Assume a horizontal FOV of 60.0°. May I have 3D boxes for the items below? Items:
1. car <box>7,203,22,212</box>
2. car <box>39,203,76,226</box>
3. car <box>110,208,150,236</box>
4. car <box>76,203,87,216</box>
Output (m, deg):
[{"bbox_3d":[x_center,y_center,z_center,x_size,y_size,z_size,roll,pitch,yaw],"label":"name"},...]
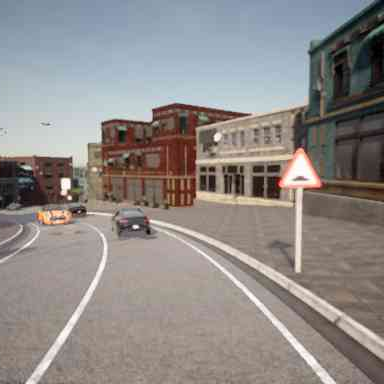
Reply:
[{"bbox_3d":[-33.427,2.844,62.767,1.837,1.490,4.892,-2,0,-18],"label":"car"},{"bbox_3d":[-11.431,1.796,27.604,2.097,1.767,4.553,-3,0,-30],"label":"car"},{"bbox_3d":[-3.640,1.659,19.392,1.812,1.442,4.674,-2,0,-18],"label":"car"},{"bbox_3d":[-13.378,1.973,37.140,1.882,1.535,5.008,-3,1,-36],"label":"car"}]
